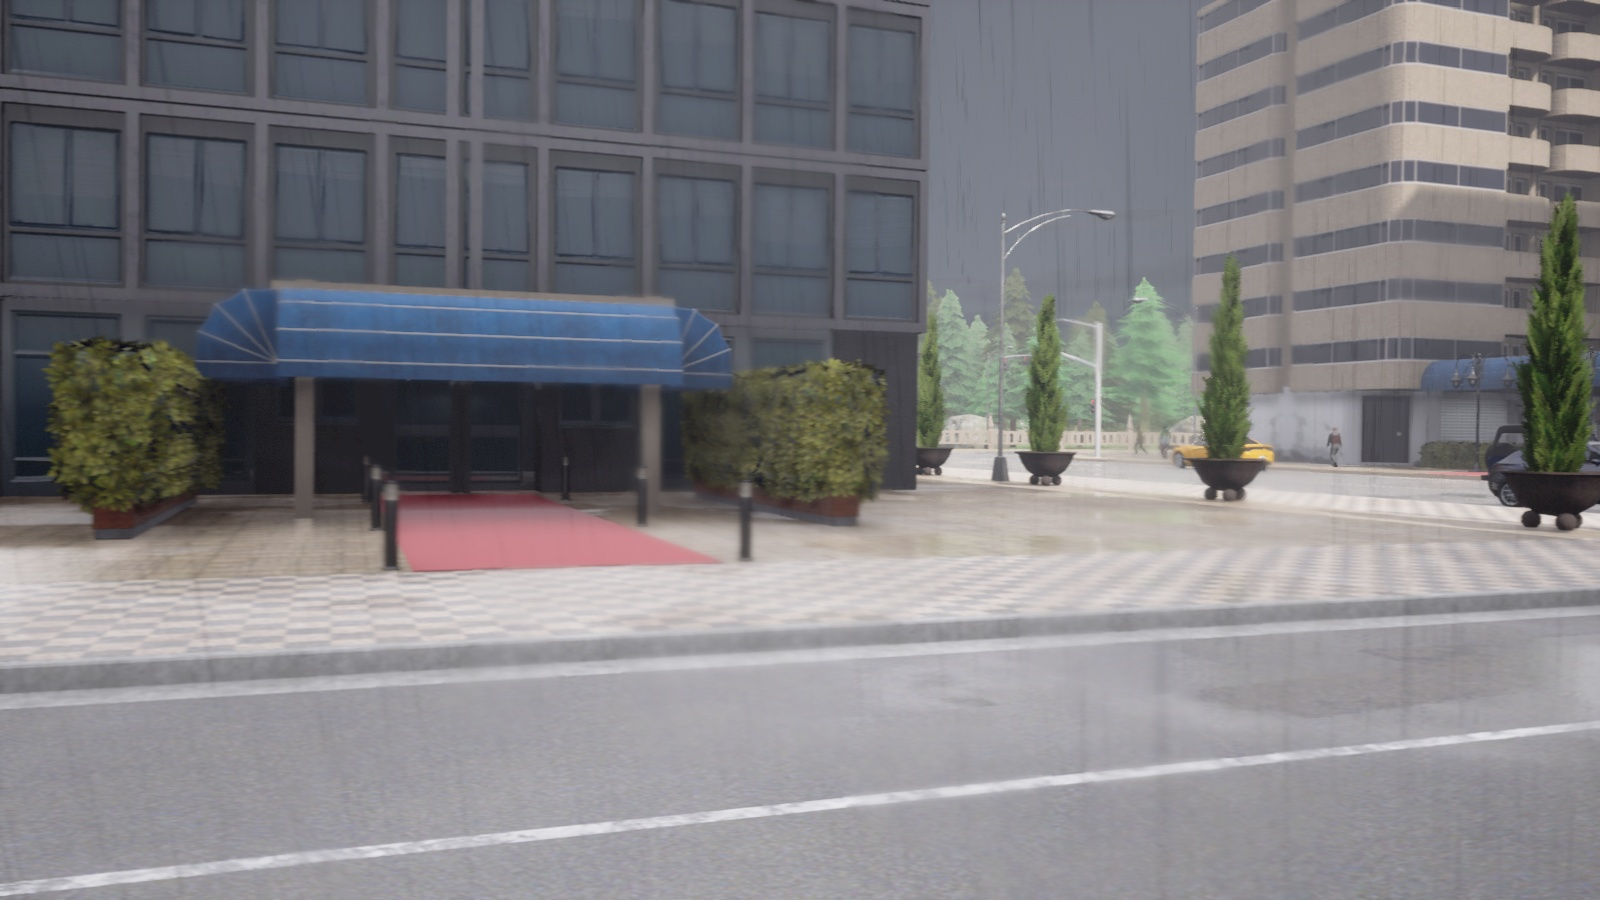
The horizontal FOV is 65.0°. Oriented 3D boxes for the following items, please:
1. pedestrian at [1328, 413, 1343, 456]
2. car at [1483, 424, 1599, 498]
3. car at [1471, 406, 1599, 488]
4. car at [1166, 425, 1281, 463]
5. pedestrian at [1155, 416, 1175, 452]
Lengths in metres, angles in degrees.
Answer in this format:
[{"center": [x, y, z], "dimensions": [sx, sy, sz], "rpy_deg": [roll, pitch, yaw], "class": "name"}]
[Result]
[{"center": [23.079, -0.676, 54.116], "dimensions": [0.376, 1.854, 0.720], "rpy_deg": [-1, 1, 4], "class": "pedestrian"}, {"center": [16.679, 0.207, 26.101], "dimensions": [1.816, 1.474, 4.193], "rpy_deg": [-1, 1, -20], "class": "car"}, {"center": [18.731, -0.107, 30.642], "dimensions": [1.905, 1.878, 3.866], "rpy_deg": [-1, 1, -20], "class": "car"}, {"center": [17.869, -0.284, 53.245], "dimensions": [1.882, 1.535, 5.008], "rpy_deg": [-1, 1, -20], "class": "car"}, {"center": [19.739, -0.866, 67.889], "dimensions": [0.659, 1.952, 0.873], "rpy_deg": [-1, 1, -18], "class": "pedestrian"}]
